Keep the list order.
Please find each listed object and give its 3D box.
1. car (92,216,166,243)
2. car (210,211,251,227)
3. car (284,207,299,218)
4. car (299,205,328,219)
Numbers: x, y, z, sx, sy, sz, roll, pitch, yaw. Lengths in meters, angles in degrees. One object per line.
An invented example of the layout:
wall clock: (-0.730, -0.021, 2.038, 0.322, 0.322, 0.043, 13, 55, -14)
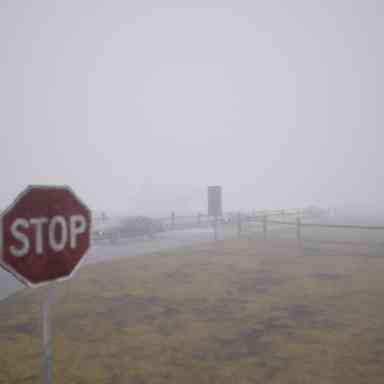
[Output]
car: (-3.817, 2.097, 19.561, 2.033, 1.411, 5.357, -2, -2, 35)
car: (3.515, 2.422, 29.948, 1.895, 1.301, 4.718, -2, -3, 35)
car: (13.797, 2.698, 44.423, 1.882, 1.535, 5.008, -2, -3, 36)
car: (15.528, 2.456, 41.861, 2.097, 1.767, 4.553, -2, -3, 35)
